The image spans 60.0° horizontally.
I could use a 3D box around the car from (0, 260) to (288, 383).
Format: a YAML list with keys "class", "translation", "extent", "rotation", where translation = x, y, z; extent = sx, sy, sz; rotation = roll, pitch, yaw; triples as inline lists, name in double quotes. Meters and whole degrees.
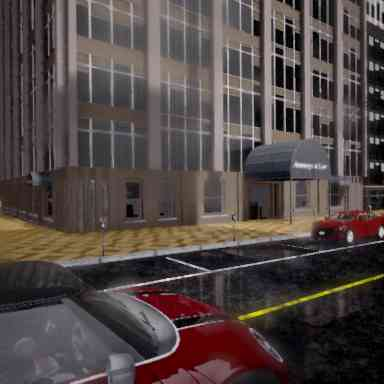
- class: "car"
  translation: [-1.336, 1.351, 2.481]
  extent: [4.553, 1.767, 2.097]
  rotation: [0, 0, -36]

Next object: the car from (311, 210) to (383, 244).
- class: "car"
  translation: [7.474, 1.542, 15.764]
  extent: [4.507, 1.381, 1.887]
  rotation: [0, -1, -35]
